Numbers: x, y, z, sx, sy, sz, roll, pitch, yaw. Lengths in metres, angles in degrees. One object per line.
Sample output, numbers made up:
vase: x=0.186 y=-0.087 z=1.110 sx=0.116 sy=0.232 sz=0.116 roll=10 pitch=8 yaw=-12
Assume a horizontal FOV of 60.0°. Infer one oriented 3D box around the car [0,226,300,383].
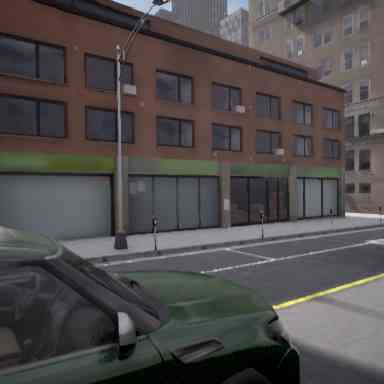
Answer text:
car: x=-1.681 y=1.230 z=2.234 sx=5.566 sy=2.045 sz=2.150 roll=0 pitch=0 yaw=-35
